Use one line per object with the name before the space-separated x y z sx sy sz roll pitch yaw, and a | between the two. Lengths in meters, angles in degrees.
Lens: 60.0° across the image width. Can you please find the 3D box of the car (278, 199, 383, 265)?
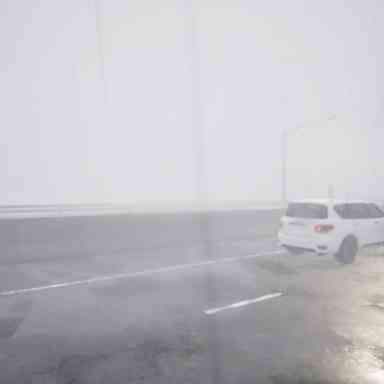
car | 5.536 1.256 12.009 5.566 2.045 2.150 0 0 -35
